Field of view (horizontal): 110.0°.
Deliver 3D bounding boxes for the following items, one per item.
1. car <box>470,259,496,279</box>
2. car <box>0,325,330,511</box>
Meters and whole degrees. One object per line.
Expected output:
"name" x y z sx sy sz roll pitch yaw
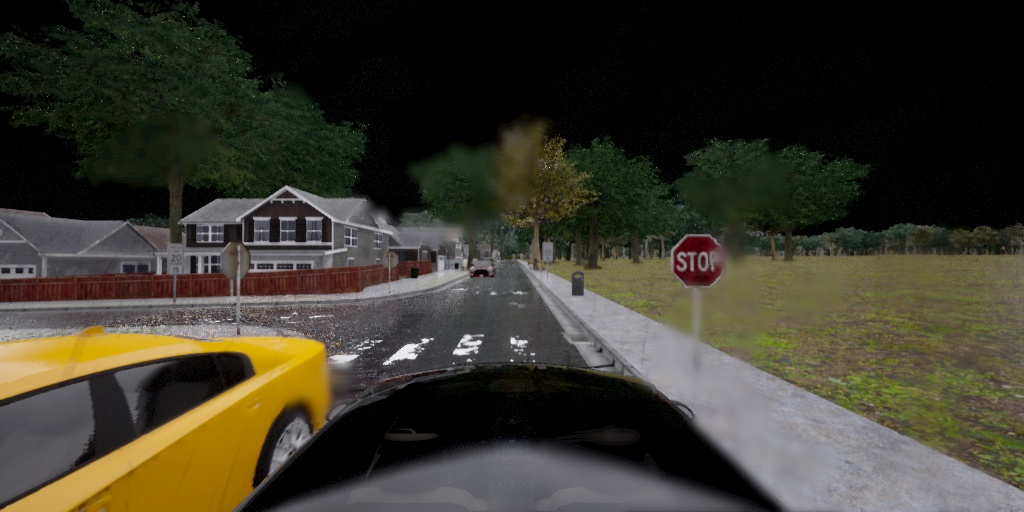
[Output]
"car" -2.611 1.108 32.807 2.097 1.767 4.553 0 0 0
"car" -2.756 1.230 1.527 1.882 1.535 5.008 0 0 0
